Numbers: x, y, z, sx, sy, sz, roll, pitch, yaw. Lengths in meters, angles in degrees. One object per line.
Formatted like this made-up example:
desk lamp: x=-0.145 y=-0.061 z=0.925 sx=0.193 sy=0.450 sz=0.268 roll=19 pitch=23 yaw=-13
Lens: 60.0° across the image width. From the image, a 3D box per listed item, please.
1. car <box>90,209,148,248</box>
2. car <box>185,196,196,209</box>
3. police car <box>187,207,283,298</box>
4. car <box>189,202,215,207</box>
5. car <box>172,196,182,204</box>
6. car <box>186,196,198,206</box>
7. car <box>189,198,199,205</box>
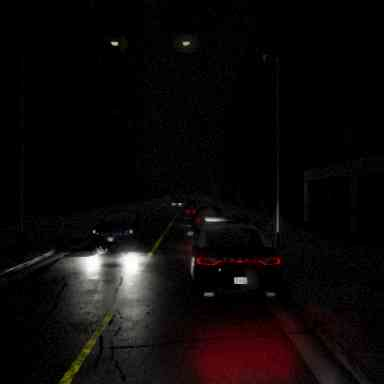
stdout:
car: x=-3.102 y=1.531 z=14.978 sx=1.812 sy=1.442 sz=4.674 roll=0 pitch=0 yaw=0
car: x=0.012 y=1.633 z=46.005 sx=1.895 sy=1.301 sz=4.718 roll=0 pitch=0 yaw=1
police car: x=0.899 y=1.428 z=8.707 sx=1.930 sy=1.638 sz=5.238 roll=0 pitch=0 yaw=0
car: x=0.898 y=1.534 z=18.598 sx=1.812 sy=1.442 sz=4.674 roll=0 pitch=0 yaw=0
car: x=-3.008 y=1.595 z=67.106 sx=2.033 sy=1.411 sz=5.357 roll=0 pitch=0 yaw=0
car: x=-0.007 y=1.521 z=58.733 sx=1.882 sy=1.535 sz=5.008 roll=0 pitch=0 yaw=0
car: x=0.897 y=1.490 z=24.598 sx=1.882 sy=1.535 sz=5.008 roll=0 pitch=0 yaw=0
